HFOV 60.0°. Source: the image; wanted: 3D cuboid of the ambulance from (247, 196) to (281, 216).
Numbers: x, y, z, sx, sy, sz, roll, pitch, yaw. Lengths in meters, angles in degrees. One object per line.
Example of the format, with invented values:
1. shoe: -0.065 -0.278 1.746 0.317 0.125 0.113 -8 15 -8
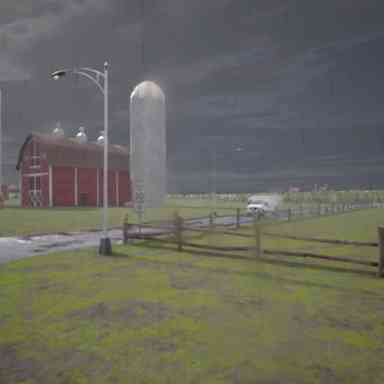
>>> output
1. ambulance: 8.995 1.718 41.583 2.351 2.431 6.366 -1 -1 35
